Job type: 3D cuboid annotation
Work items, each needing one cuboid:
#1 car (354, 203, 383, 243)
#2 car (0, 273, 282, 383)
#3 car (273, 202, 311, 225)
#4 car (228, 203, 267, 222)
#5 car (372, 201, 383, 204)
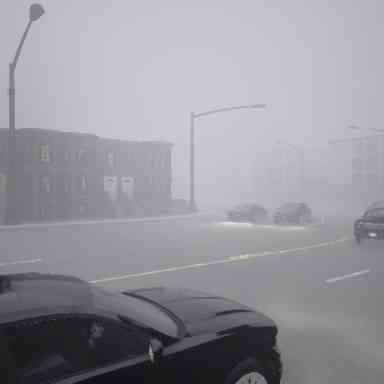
[{"bbox_3d":[8.949,1.493,15.058,2.128,1.511,4.902,0,0,45],"label":"car"},{"bbox_3d":[-1.355,1.478,2.774,5.008,1.535,1.882,0,0,-36],"label":"car"},{"bbox_3d":[7.471,1.513,24.520,1.837,1.490,4.892,0,0,32],"label":"car"},{"bbox_3d":[4.446,1.565,26.305,1.994,1.385,4.181,0,0,32],"label":"car"},{"bbox_3d":[17.341,1.547,30.266,2.033,1.411,5.357,0,0,13],"label":"car"}]
